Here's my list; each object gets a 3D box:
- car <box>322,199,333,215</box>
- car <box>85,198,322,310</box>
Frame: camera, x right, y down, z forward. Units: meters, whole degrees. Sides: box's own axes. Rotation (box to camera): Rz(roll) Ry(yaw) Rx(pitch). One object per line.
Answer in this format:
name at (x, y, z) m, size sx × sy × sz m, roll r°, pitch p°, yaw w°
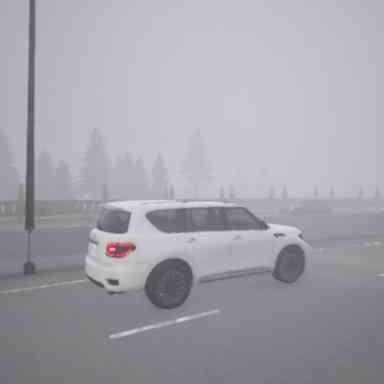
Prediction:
car at (9.634, 1.338, 28.360) m, size 4.553 × 1.767 × 2.097 m, roll 0°, pitch 0°, yaw -21°
car at (0.343, 1.201, 7.965) m, size 5.566 × 2.045 × 2.150 m, roll 0°, pitch 0°, yaw -32°
